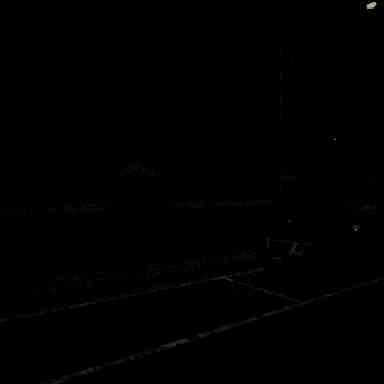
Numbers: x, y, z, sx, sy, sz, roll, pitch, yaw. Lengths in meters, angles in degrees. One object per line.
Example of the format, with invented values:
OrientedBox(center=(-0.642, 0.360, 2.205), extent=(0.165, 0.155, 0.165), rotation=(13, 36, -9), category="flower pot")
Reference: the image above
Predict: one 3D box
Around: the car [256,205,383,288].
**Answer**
OrientedBox(center=(4.086, 1.313, 9.455), extent=(5.009, 1.841, 2.192), rotation=(0, 0, -36), category="car")
